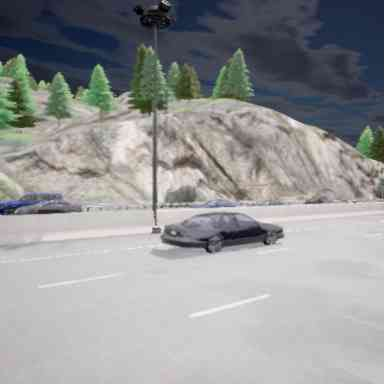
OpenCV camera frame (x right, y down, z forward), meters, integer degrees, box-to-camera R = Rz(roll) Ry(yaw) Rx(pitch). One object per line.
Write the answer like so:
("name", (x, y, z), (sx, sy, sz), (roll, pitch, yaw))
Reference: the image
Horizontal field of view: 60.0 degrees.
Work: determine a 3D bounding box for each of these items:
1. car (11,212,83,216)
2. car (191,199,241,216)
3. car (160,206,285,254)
("car", (-11.105, 1.359, 26.120), (4.902, 1.511, 2.128), (0, 0, -36))
("car", (2.302, 1.415, 31.514), (4.674, 1.442, 1.812), (0, 0, -36))
("car", (1.371, 1.501, 13.317), (5.357, 1.411, 2.033), (0, 0, -36))
